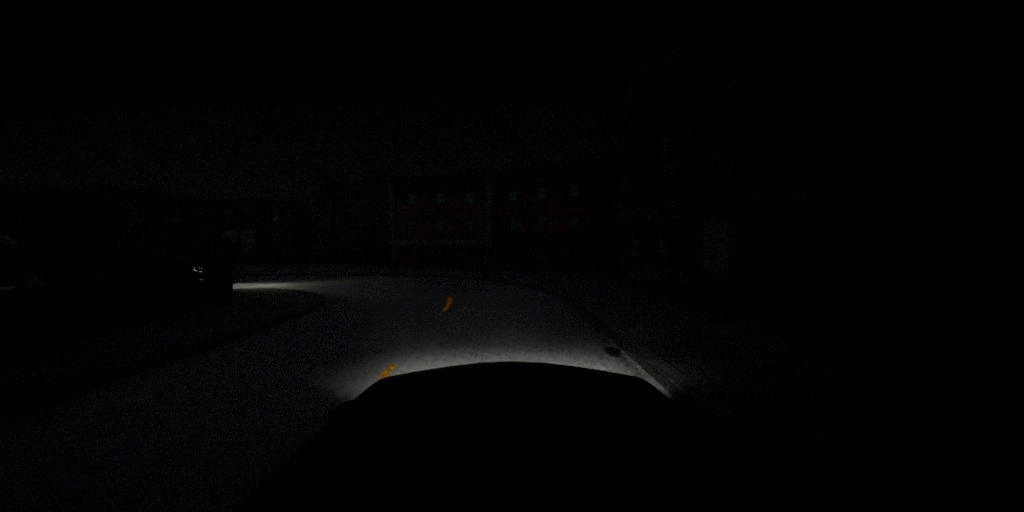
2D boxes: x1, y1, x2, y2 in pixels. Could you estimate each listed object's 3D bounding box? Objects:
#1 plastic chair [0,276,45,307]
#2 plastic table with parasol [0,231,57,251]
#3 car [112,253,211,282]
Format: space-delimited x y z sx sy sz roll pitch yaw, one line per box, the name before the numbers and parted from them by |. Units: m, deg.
plastic chair | -12.094 1.133 8.925 0.730 1.272 0.750 0 0 -1
plastic table with parasol | -13.348 0.527 9.012 2.482 2.480 2.482 0 0 -1
car | -17.055 0.629 18.114 4.553 1.767 2.097 0 2 0
